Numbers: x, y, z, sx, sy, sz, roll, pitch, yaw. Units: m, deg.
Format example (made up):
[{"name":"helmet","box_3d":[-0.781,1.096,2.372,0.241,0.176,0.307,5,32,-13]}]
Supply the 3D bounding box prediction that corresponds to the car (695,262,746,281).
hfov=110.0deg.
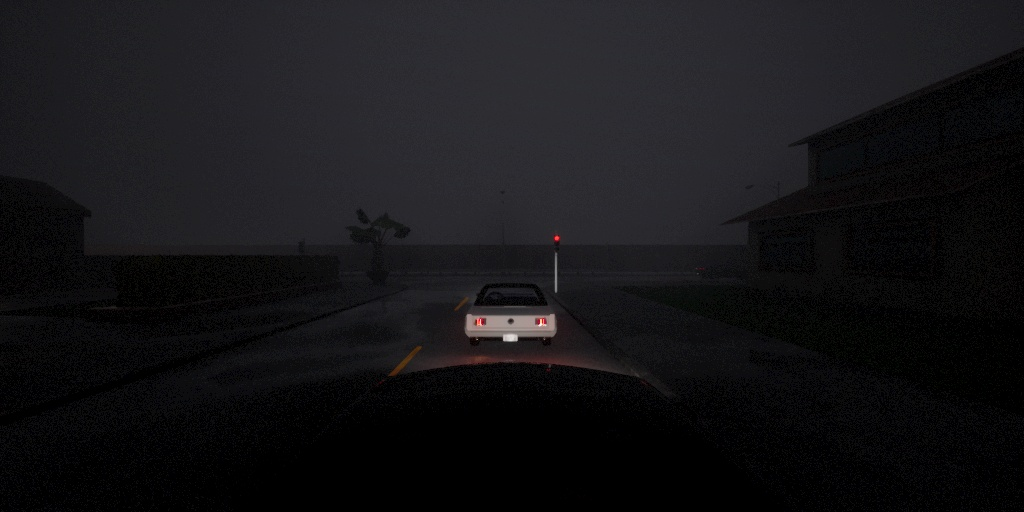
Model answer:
[{"name":"car","box_3d":[17.539,1.240,29.164,4.902,1.511,2.128,0,0,0]}]

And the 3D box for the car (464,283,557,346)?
[{"name":"car","box_3d":[-0.026,1.350,9.400,1.895,1.301,4.718,0,0,0]}]
